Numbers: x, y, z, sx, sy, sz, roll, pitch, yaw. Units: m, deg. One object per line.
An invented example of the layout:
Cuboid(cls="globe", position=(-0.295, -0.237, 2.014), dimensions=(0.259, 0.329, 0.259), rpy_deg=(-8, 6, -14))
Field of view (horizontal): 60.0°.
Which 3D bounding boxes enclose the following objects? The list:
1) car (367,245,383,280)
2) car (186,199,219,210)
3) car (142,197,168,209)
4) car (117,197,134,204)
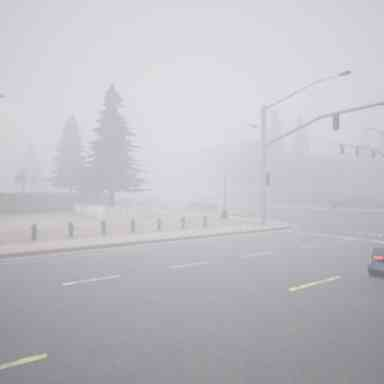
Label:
Cuboid(cls="car", position=(6.581, 1.550, 8.466), dimensions=(5.357, 1.411, 2.033), rpy_deg=(0, 0, -35))
Cuboid(cls="car", position=(1.301, 1.606, 42.591), dimensions=(1.895, 1.301, 4.718), rpy_deg=(0, 0, -36))
Cuboid(cls="car", position=(-5.117, 1.482, 45.560), dimensions=(1.882, 1.535, 5.008), rpy_deg=(0, 0, -35))
Cuboid(cls="car", position=(-12.352, 1.570, 61.840), dimensions=(1.994, 1.385, 4.181), rpy_deg=(0, 0, -35))
